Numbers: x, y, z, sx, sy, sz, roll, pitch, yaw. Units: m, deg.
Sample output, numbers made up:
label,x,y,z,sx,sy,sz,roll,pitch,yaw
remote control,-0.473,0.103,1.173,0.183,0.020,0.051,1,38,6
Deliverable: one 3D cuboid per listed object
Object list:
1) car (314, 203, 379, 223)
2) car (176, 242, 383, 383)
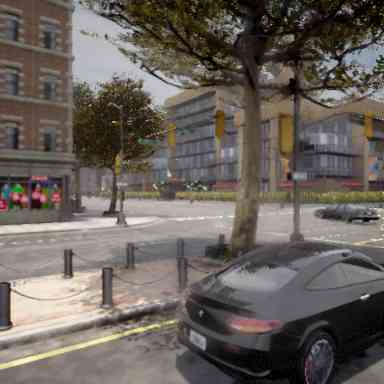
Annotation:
label,x,y,z,sx,sy,sz,roll,pitch,yaw
car,11.676,1.553,25.512,2.033,1.411,5.357,0,0,-14
car,1.945,1.527,5.150,4.674,1.442,1.812,0,0,-35
